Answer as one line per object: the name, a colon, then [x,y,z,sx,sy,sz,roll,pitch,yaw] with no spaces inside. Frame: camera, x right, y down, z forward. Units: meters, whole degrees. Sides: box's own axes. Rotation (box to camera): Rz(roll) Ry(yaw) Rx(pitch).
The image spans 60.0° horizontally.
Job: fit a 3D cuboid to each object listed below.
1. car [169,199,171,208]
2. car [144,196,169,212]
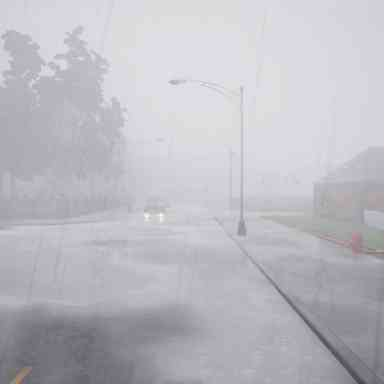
car: [-4.175,1.352,48.151,2.097,1.767,4.553,0,0,0]
car: [-4.175,1.352,37.899,2.097,1.767,4.553,0,0,0]
